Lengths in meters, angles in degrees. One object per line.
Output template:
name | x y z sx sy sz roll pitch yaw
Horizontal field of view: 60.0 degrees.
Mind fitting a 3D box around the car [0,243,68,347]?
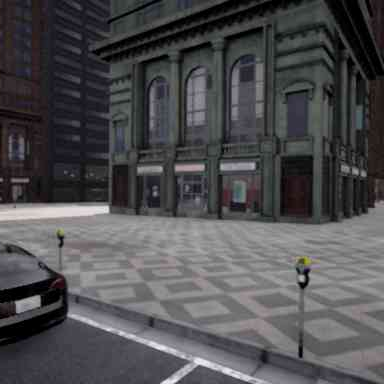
car | -3.921 1.562 5.747 4.313 1.339 1.947 0 1 35
